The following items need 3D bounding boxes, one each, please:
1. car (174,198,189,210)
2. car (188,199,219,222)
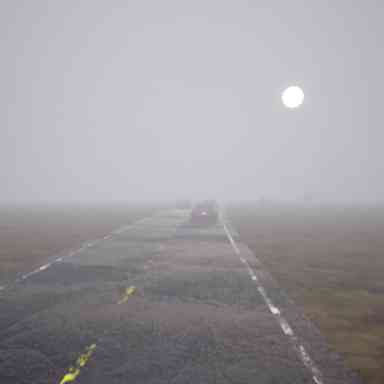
[{"bbox_3d":[-0.991,1.469,40.881,1.994,1.385,4.181,0,0,6],"label":"car"},{"bbox_3d":[0.989,1.506,25.792,1.994,1.385,4.181,0,0,3],"label":"car"}]
